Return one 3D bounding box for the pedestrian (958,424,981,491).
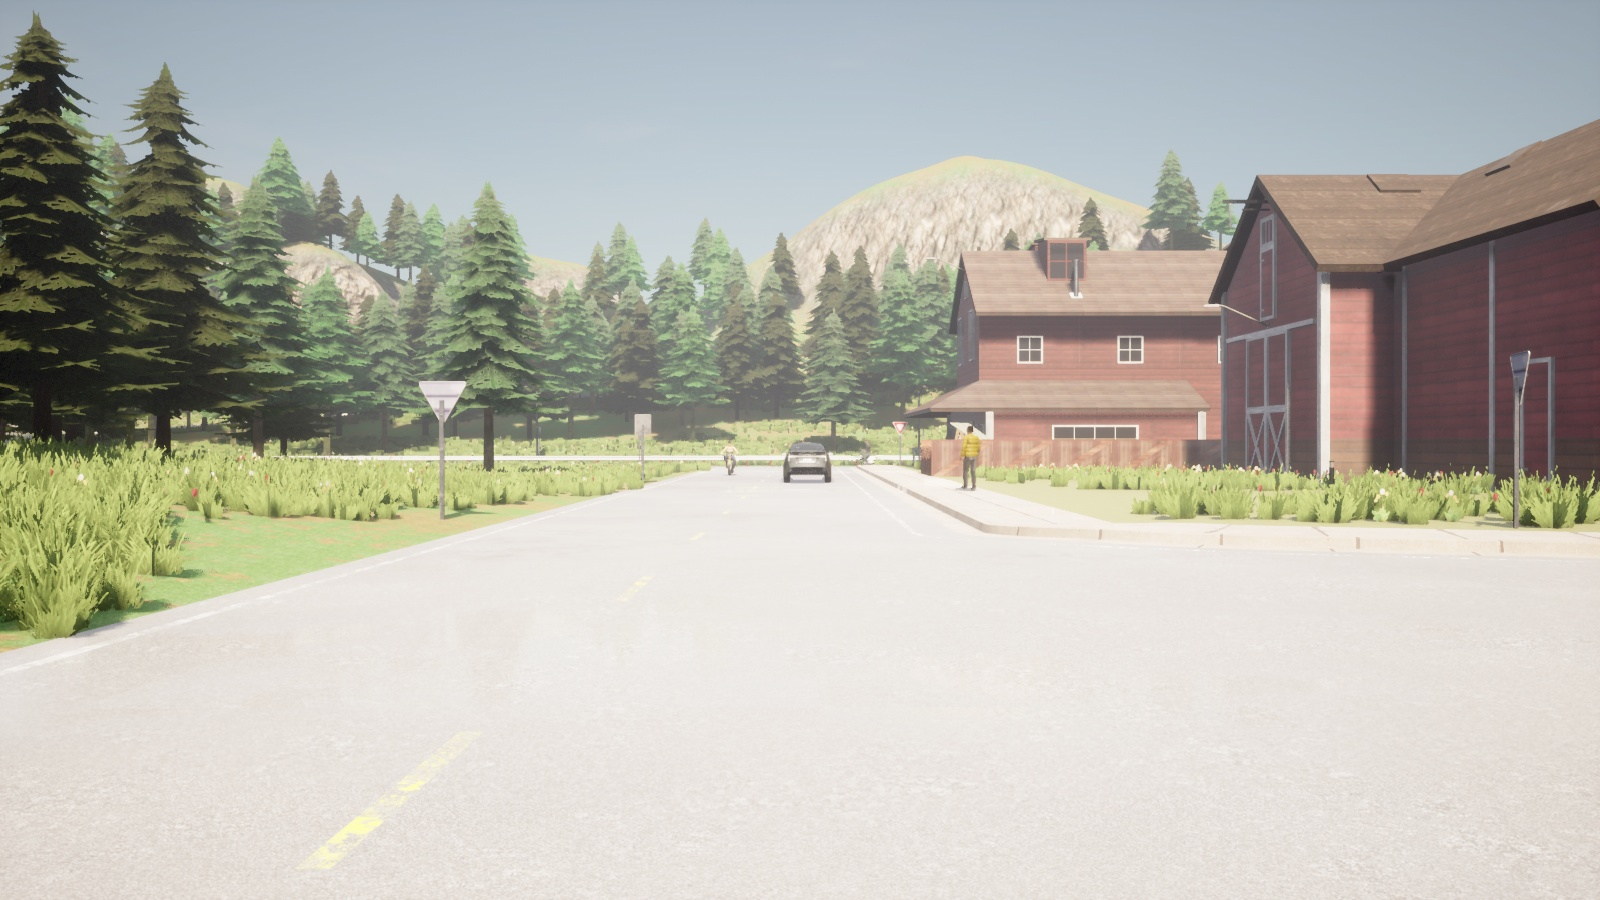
[{"bbox_3d":[4.697,0.209,34.826,0.431,1.840,0.709,0,0,-11],"label":"pedestrian"}]

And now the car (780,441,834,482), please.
[{"bbox_3d":[0.286,0.418,48.858,2.007,1.525,4.514,0,0,0],"label":"car"}]
